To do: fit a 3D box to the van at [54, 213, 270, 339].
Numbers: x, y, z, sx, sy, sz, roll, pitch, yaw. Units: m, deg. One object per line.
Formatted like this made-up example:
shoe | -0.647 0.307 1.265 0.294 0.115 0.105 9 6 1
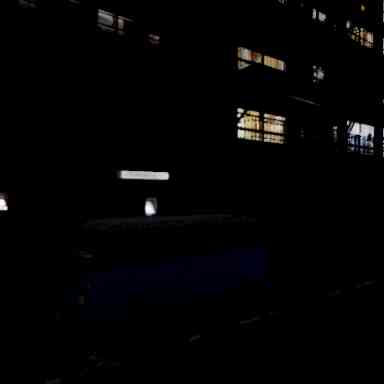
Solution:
van | -0.333 1.334 6.295 3.998 1.788 1.690 0 0 -35
